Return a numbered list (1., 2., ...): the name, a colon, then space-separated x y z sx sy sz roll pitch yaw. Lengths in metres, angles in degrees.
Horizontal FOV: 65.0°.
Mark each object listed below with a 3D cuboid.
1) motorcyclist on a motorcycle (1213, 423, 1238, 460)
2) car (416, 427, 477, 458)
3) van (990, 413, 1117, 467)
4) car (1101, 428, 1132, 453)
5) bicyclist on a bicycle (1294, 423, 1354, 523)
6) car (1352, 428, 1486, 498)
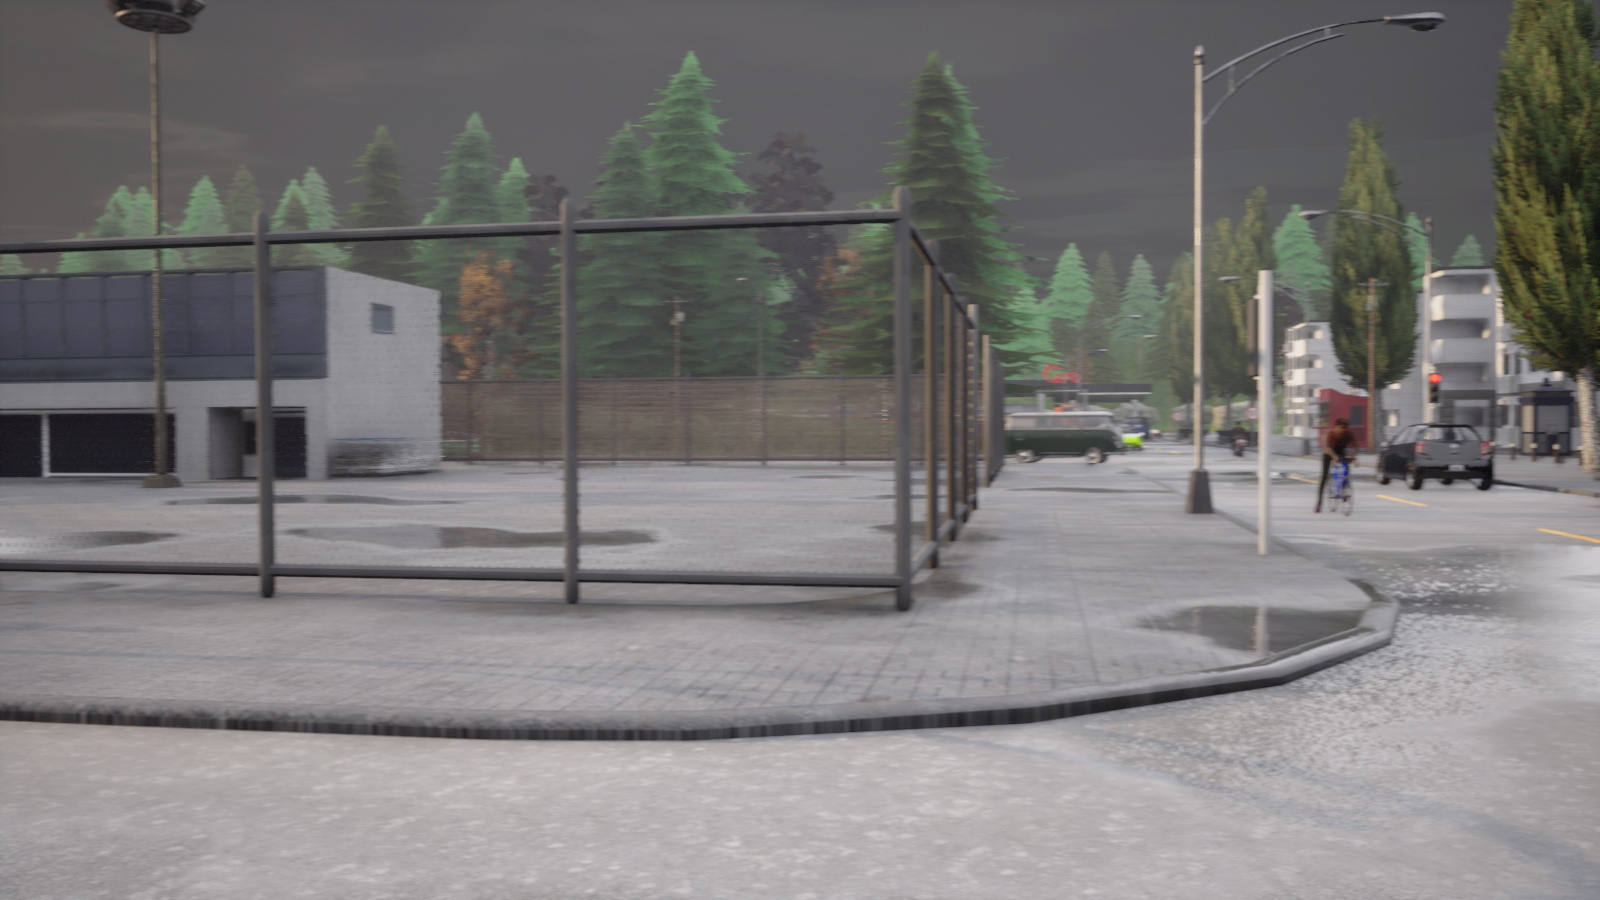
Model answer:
1. motorcyclist on a motorcycle: 19.304 -0.381 57.038 0.766 1.649 2.350 0 1 11
2. car: -15.978 -0.339 56.807 2.207 1.376 1.481 1 1 10
3. van: 9.616 -0.400 47.585 4.442 1.987 1.775 1 1 23
4. car: 17.293 -0.522 68.586 1.481 1.376 2.207 0 1 10
5. bicyclist on a bicycle: 8.844 0.350 21.234 0.582 1.620 1.656 0 2 10
6. car: 14.339 0.253 29.302 1.845 1.501 3.633 0 1 10
